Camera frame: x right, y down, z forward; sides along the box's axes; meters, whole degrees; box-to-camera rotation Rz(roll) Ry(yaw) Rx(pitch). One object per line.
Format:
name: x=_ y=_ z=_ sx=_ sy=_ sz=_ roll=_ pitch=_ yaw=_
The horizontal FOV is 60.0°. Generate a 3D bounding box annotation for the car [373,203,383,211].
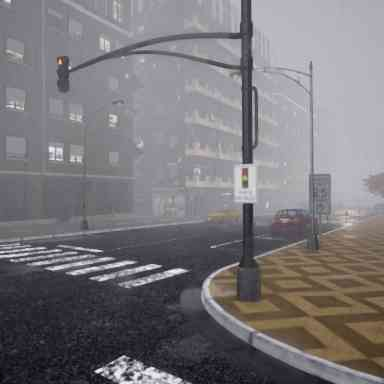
car: x=32.543 y=2.583 z=57.508 sx=1.947 sy=1.339 sz=4.313 roll=-2 pitch=-2 yaw=35

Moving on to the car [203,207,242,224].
car: x=2.804 y=2.002 z=29.898 sx=1.752 sy=1.417 sz=4.829 roll=-2 pitch=-2 yaw=35

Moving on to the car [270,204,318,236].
car: x=6.423 y=1.750 z=20.628 sx=1.967 sy=1.590 sz=4.097 roll=-2 pitch=-2 yaw=35

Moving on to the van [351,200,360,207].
van: x=42.042 y=2.882 z=85.392 sx=1.690 sy=1.788 sz=3.998 roll=-2 pitch=-2 yaw=35

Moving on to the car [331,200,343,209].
car: x=29.018 y=2.501 z=66.926 sx=2.192 sy=1.841 sz=5.009 roll=-2 pitch=-2 yaw=35

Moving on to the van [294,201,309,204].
van: x=15.959 y=2.173 z=48.483 sx=1.690 sy=1.788 sz=3.998 roll=-2 pitch=-2 yaw=35
